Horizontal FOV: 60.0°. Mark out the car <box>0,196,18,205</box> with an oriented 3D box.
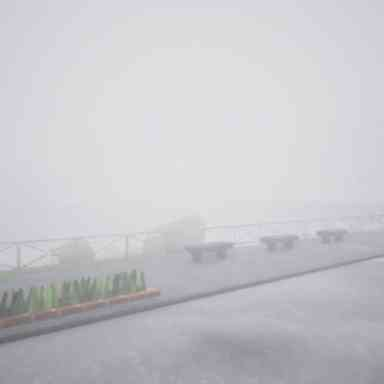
[{"bbox_3d":[-32.623,1.496,56.837,5.008,1.535,1.882,0,0,-36],"label":"car"}]
